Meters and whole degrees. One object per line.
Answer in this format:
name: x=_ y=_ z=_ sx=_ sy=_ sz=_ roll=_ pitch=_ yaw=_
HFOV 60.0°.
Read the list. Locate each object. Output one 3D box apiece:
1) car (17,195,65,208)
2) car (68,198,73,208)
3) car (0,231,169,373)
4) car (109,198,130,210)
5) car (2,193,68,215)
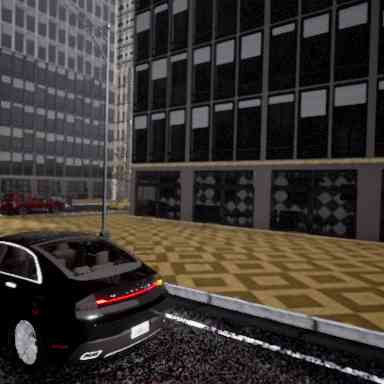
car: x=-17.640 y=1.047 z=39.059 sx=1.752 sy=1.417 sz=4.829 roll=2 pitch=0 yaw=37
car: x=-15.802 y=1.106 z=37.177 sx=1.837 sy=1.490 sz=4.892 roll=2 pitch=1 yaw=37
car: x=-2.605 y=1.419 z=5.559 sx=4.892 sy=1.490 sz=1.837 roll=1 pitch=1 yaw=36
car: x=-7.348 y=1.371 z=38.862 sx=1.752 sy=1.417 sz=4.829 roll=2 pitch=0 yaw=37
car: x=-14.174 y=1.057 z=29.672 sx=2.192 sy=1.841 sz=5.009 roll=2 pitch=0 yaw=37
